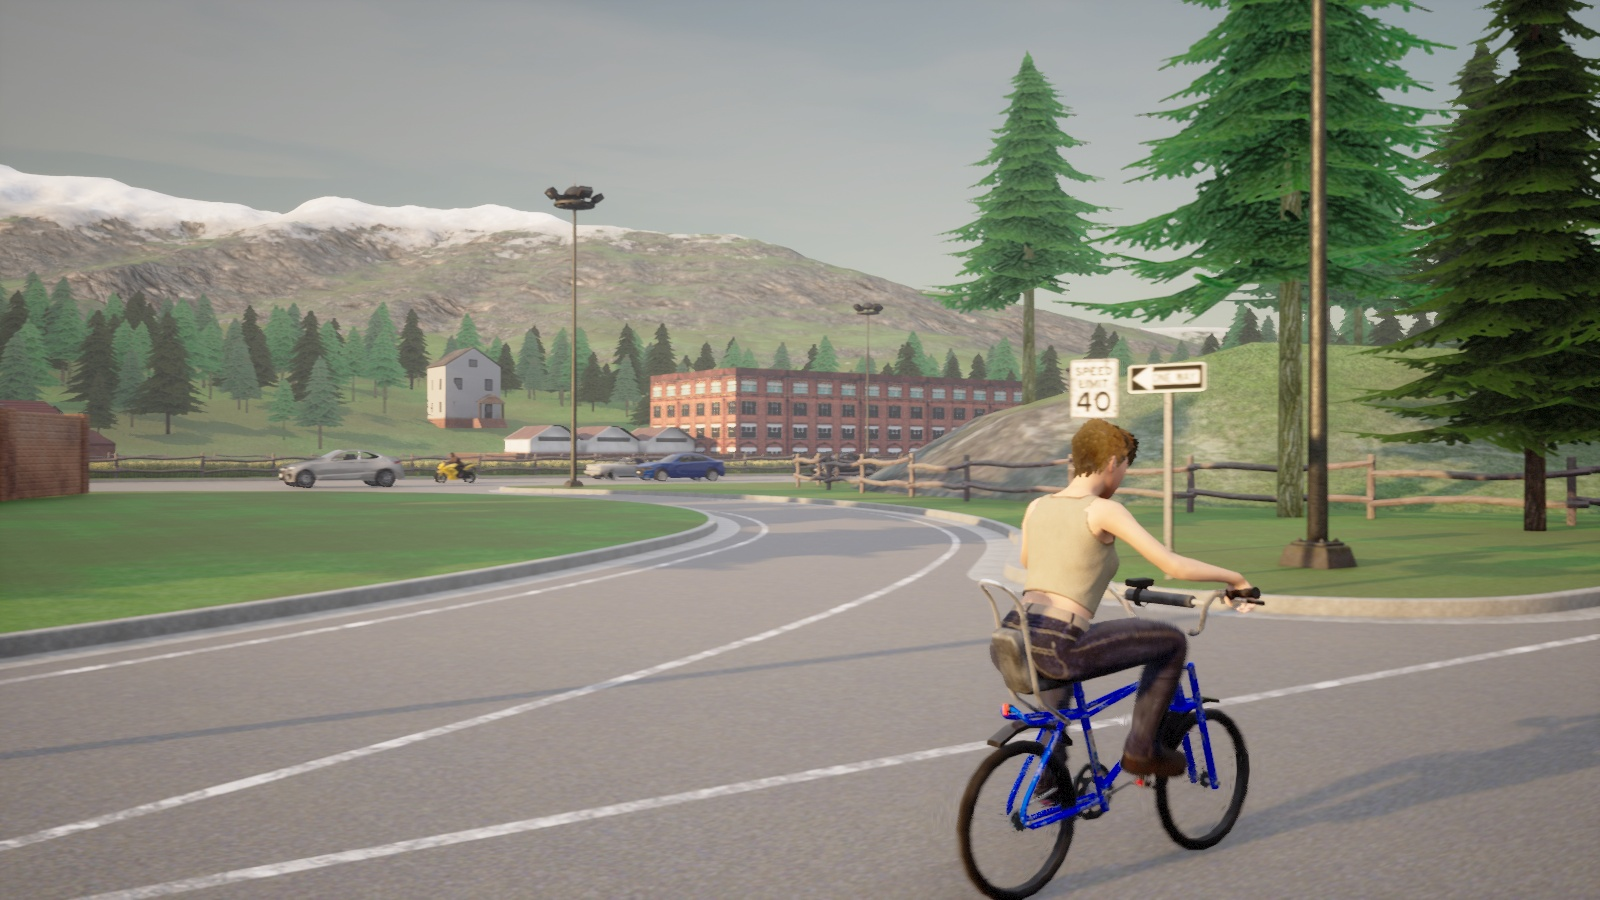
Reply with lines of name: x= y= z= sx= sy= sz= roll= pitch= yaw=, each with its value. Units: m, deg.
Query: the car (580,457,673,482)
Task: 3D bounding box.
car: x=-9.540 y=1.070 z=69.015 sx=4.718 sy=1.301 sz=1.895 roll=0 pitch=0 yaw=-35

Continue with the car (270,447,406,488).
car: x=-19.653 y=0.712 z=53.504 sx=5.027 sy=1.651 sz=2.152 roll=0 pitch=0 yaw=-35

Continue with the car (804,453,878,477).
car: x=2.694 y=0.942 z=81.726 sx=4.514 sy=1.525 sz=2.007 roll=0 pitch=0 yaw=-34

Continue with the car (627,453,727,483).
car: x=-6.522 y=0.937 z=66.848 sx=5.008 sy=1.535 sz=1.882 roll=0 pitch=0 yaw=-35

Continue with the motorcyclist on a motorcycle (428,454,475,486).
motorcyclist on a motorcycle: x=-16.608 y=0.932 z=59.868 sx=2.044 sy=1.523 sz=0.797 roll=0 pitch=0 yaw=-35

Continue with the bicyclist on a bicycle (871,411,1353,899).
bicyclist on a bicycle: x=1.117 y=0.694 z=4.442 sx=1.509 sy=1.612 sz=0.866 roll=0 pitch=0 yaw=-35
